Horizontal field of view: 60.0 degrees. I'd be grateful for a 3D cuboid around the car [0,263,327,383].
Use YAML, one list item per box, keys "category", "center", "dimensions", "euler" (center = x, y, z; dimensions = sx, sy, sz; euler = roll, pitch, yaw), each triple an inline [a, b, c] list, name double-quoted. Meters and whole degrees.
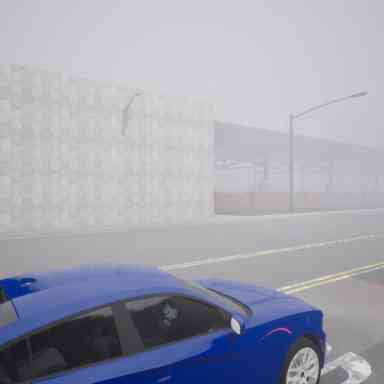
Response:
- category: "car"
  center: [-0.691, 1.478, 3.256]
  dimensions: [5.008, 1.535, 1.882]
  euler: [0, 0, -36]
